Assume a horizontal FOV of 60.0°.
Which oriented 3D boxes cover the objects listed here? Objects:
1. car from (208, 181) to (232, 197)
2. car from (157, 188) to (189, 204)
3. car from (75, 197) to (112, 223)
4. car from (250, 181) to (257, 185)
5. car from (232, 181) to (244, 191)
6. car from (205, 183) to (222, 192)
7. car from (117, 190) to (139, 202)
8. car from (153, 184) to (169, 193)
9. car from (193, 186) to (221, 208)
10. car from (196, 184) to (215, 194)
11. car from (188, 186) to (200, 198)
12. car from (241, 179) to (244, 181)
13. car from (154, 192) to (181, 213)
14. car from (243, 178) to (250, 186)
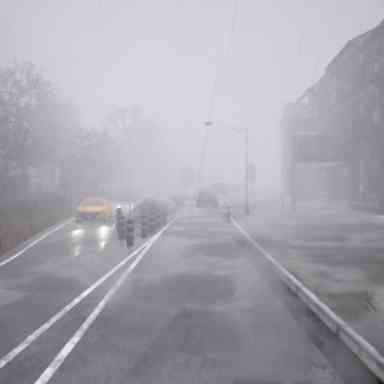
[{"bbox_3d":[4.407,-0.403,51.067,2.150,2.045,5.566,0,3,13],"label":"car"},{"bbox_3d":[-2.037,0.740,36.544,2.097,1.535,5.008,1,4,9],"label":"car"},{"bbox_3d":[-6.472,1.125,22.238,1.882,1.535,5.008,0,2,-8],"label":"car"},{"bbox_3d":[14.819,-2.693,89.607,2.435,2.045,5.566,-3,2,28],"label":"car"},{"bbox_3d":[8.178,-0.902,65.000,1.994,1.385,4.181,0,3,20],"label":"car"},{"bbox_3d":[4.273,-0.904,64.566,2.097,1.535,5.008,0,4,18],"label":"car"},{"bbox_3d":[-7.651,0.477,39.895,1.895,1.301,4.718,0,3,1],"label":"car"},{"bbox_3d":[-5.532,-0.726,60.076,2.128,1.511,4.902,0,3,11],"label":"car"},{"bbox_3d":[1.742,0.622,36.003,2.097,1.767,4.553,0,3,7],"label":"car"},{"bbox_3d":[2.445,-0.535,58.520,2.231,1.521,4.892,0,4,16],"label":"car"},{"bbox_3d":[-0.290,0.205,46.919,2.002,1.452,4.674,0,3,12],"label":"car"},{"bbox_3d":[9.927,-1.811,79.550,2.231,1.521,4.892,-3,2,25],"label":"car"},{"bbox_3d":[-2.556,1.143,30.435,2.002,1.452,4.674,-2,3,4],"label":"car"},{"bbox_3d":[12.284,-2.126,84.611,2.231,1.521,4.892,-3,2,26],"label":"car"}]
